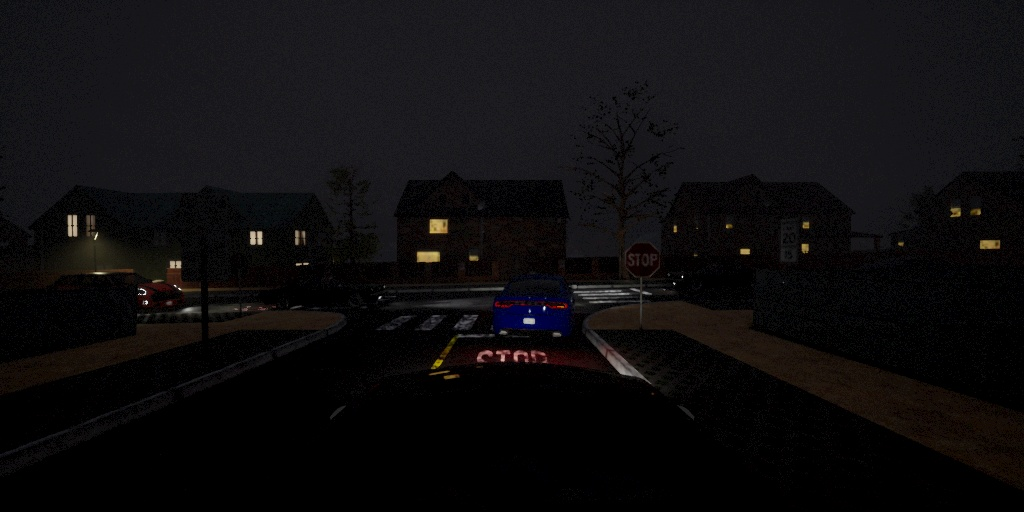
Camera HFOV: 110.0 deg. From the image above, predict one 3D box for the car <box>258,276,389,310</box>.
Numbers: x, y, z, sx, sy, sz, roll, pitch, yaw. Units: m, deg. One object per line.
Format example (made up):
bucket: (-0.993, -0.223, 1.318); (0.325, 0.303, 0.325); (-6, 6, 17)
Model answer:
car: (-7.821, 1.506, 15.231); (4.718, 1.301, 1.895); (-1, 1, 0)

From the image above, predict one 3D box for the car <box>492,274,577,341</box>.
car: (0.780, 1.226, 10.029); (1.882, 1.535, 5.008); (0, 0, 10)

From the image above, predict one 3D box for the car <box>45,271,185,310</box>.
car: (-16.808, 1.471, 15.217); (4.553, 1.767, 2.097); (-1, 1, 0)

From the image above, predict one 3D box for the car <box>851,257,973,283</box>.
car: (20.045, 0.753, 18.213); (5.357, 1.411, 2.033); (-1, 1, 0)

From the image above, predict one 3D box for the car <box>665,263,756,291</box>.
car: (10.399, 1.034, 18.171); (4.718, 1.301, 1.895); (-1, 1, -1)
